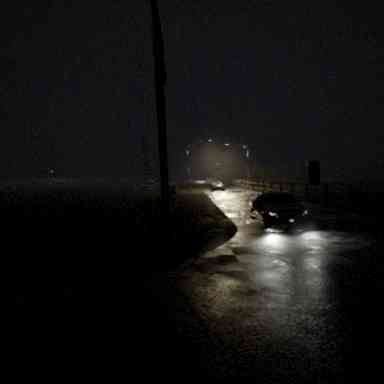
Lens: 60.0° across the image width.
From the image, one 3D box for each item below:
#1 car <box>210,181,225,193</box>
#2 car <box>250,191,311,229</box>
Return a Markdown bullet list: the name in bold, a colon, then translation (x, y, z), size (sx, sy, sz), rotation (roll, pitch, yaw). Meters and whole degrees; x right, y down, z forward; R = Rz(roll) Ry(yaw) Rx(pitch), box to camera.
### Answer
- **car**: translation (3.484, -0.765, 46.820), size (2.033, 1.411, 5.357), rotation (-3, 3, -1)
- **car**: translation (3.842, 0.716, 15.243), size (1.812, 1.442, 4.674), rotation (-3, 3, -1)
